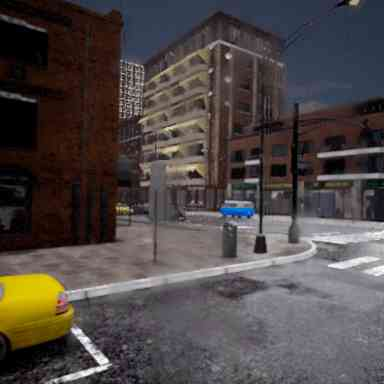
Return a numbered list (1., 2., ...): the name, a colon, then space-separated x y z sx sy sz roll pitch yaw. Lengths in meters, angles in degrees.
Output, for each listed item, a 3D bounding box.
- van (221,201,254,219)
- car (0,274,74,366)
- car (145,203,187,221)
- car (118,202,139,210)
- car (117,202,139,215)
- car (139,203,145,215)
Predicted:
1. van: 4.704 1.890 34.970 1.690 1.788 3.998 1 -1 -35
2. car: -3.964 1.515 3.882 4.829 1.417 1.752 1 1 -36
3. car: -2.186 1.884 30.198 1.947 1.339 4.313 1 -1 -35
4. car: -11.059 2.390 57.712 1.947 1.339 4.313 1 -1 -35
5. car: -8.393 1.952 39.157 1.752 1.417 4.829 1 -1 -35
6. car: -5.595 2.035 39.856 2.033 1.411 5.357 2 -2 -35
